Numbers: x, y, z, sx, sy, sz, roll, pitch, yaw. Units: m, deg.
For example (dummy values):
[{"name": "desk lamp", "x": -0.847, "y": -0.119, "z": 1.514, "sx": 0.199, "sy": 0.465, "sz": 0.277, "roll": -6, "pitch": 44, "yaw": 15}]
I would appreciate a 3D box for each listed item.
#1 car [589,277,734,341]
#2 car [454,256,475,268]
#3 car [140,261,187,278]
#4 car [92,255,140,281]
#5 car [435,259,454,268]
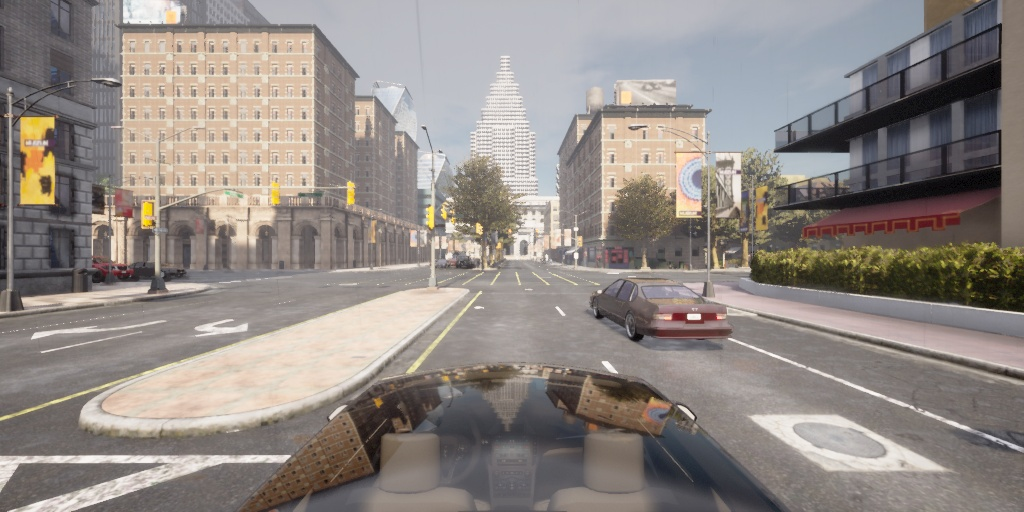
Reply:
[{"name": "car", "x": 3.634, "y": 1.297, "z": 9.886, "sx": 2.033, "sy": 1.411, "sz": 5.357, "roll": 0, "pitch": 0, "yaw": -3}, {"name": "car", "x": -8.062, "y": 0.971, "z": 60.697, "sx": 2.150, "sy": 2.045, "sz": 5.566, "roll": 0, "pitch": 0, "yaw": 0}, {"name": "car", "x": -32.849, "y": 1.255, "z": 32.965, "sx": 4.892, "sy": 1.490, "sz": 1.837, "roll": 0, "pitch": 0, "yaw": 0}, {"name": "car", "x": -34.648, "y": 0.971, "z": 29.438, "sx": 5.566, "sy": 2.045, "sz": 2.150, "roll": 0, "pitch": 0, "yaw": 0}, {"name": "car", "x": -11.557, "y": 1.297, "z": 60.073, "sx": 2.033, "sy": 1.411, "sz": 5.357, "roll": 0, "pitch": 0, "yaw": 0}]
